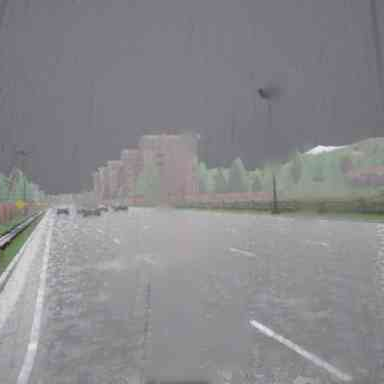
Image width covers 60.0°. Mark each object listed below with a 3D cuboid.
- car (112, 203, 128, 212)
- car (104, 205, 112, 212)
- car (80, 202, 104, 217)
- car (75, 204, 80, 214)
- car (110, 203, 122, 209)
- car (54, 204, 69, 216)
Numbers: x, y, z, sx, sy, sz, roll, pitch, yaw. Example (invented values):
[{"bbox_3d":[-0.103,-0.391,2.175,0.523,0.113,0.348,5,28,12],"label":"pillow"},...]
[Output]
[{"bbox_3d":[-13.768,2.846,64.283,2.097,1.767,4.553,-3,-1,-23],"label":"car"},{"bbox_3d":[-17.036,3.175,63.054,1.812,1.442,4.674,-3,-1,-23],"label":"car"},{"bbox_3d":[-14.753,2.708,48.685,2.097,1.767,4.553,-3,-1,-23],"label":"car"},{"bbox_3d":[-20.095,3.336,61.312,2.033,1.411,5.357,-3,-1,-23],"label":"car"},{"bbox_3d":[-20.343,3.659,88.928,2.128,1.511,4.902,-3,-1,-23],"label":"car"},{"bbox_3d":[-23.010,3.393,59.216,1.882,1.535,5.008,-3,-1,-23],"label":"car"}]
